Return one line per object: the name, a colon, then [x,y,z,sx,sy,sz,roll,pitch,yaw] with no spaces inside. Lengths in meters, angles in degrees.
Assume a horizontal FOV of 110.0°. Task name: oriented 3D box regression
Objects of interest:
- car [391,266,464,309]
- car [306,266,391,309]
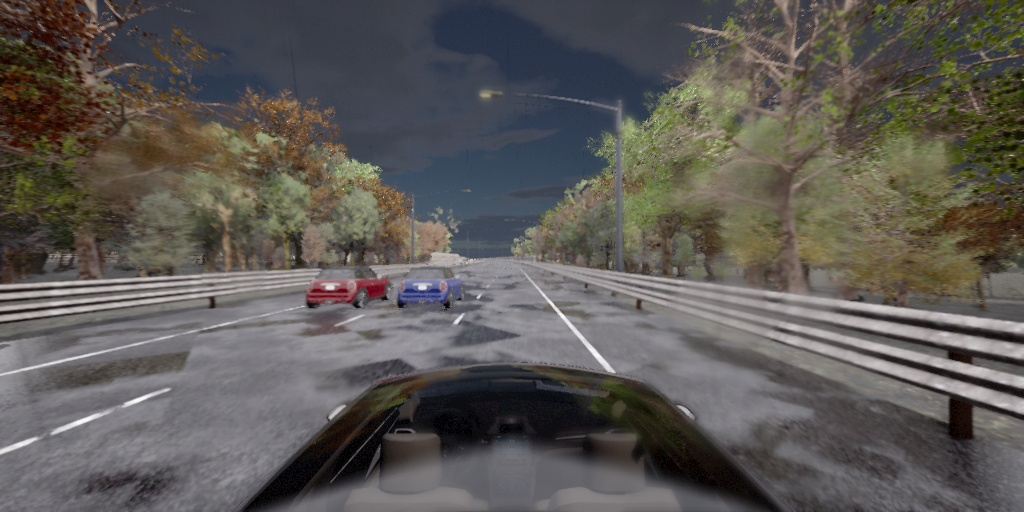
car: [-3.397,1.225,15.718,2.097,1.767,4.553,0,-1,0]
car: [-6.897,1.225,15.722,2.097,1.767,4.553,0,-1,0]
